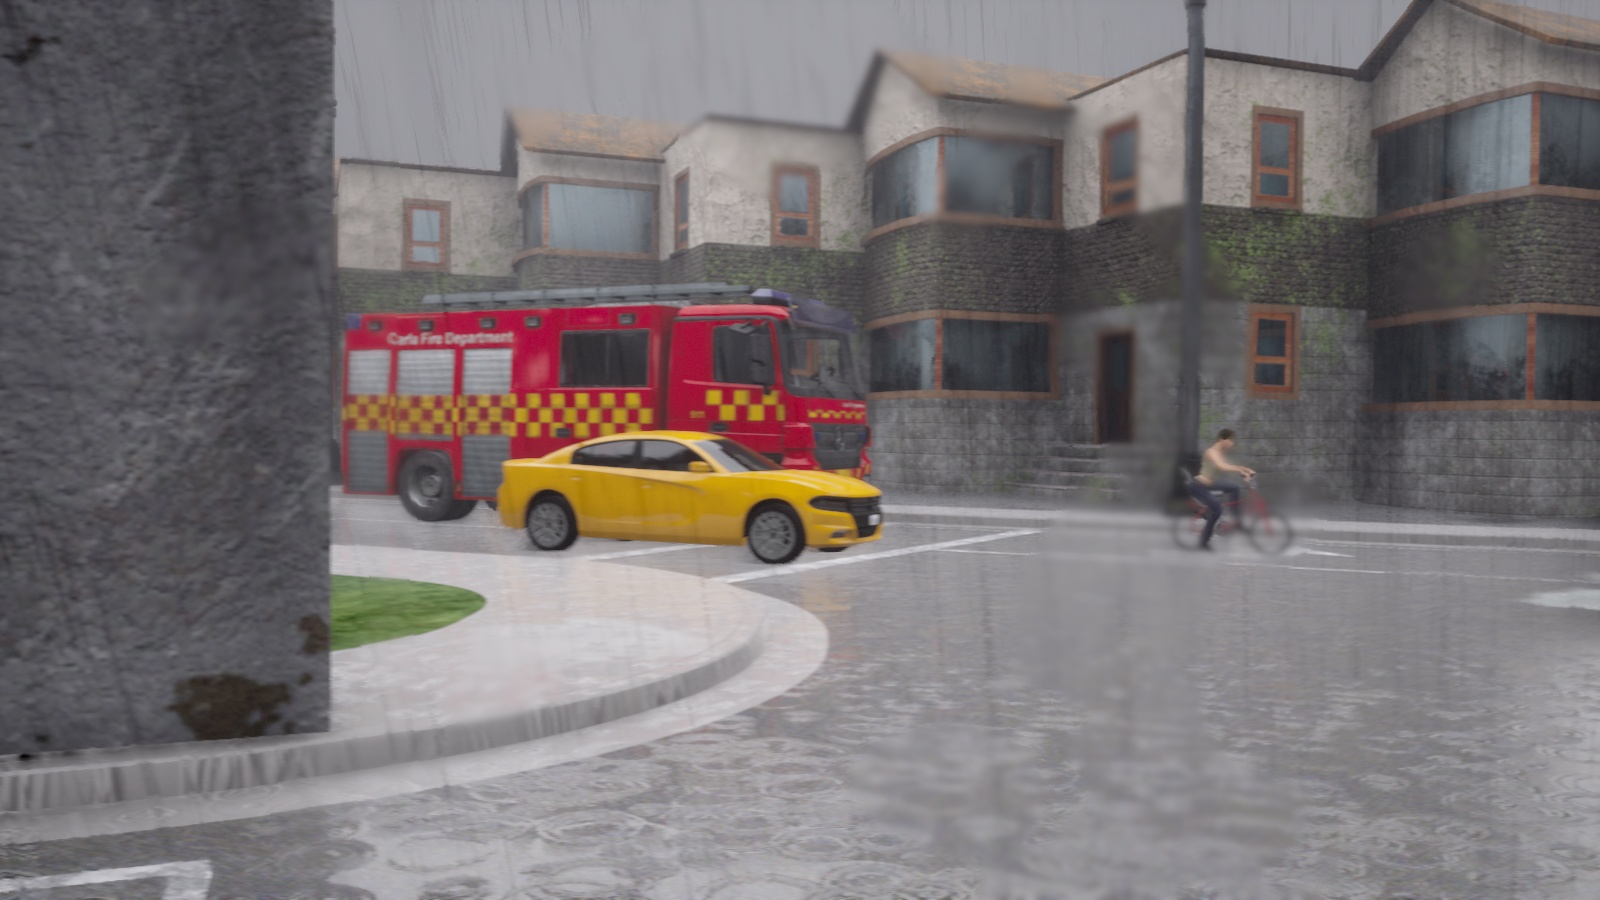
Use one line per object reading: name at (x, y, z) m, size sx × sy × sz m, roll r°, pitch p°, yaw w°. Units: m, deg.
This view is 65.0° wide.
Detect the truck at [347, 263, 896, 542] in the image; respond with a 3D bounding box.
truck at (-2.953, -0.664, 20.260) m, size 8.468 × 3.827 × 2.891 m, roll 0°, pitch 1°, yaw 24°

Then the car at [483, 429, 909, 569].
car at (-1.329, 0.534, 15.740) m, size 5.008 × 1.535 × 1.882 m, roll 0°, pitch 1°, yaw 24°

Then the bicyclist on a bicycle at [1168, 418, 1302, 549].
bicyclist on a bicycle at (5.626, 0.410, 16.233) m, size 1.509 × 1.612 × 0.866 m, roll 0°, pitch 1°, yaw 27°
